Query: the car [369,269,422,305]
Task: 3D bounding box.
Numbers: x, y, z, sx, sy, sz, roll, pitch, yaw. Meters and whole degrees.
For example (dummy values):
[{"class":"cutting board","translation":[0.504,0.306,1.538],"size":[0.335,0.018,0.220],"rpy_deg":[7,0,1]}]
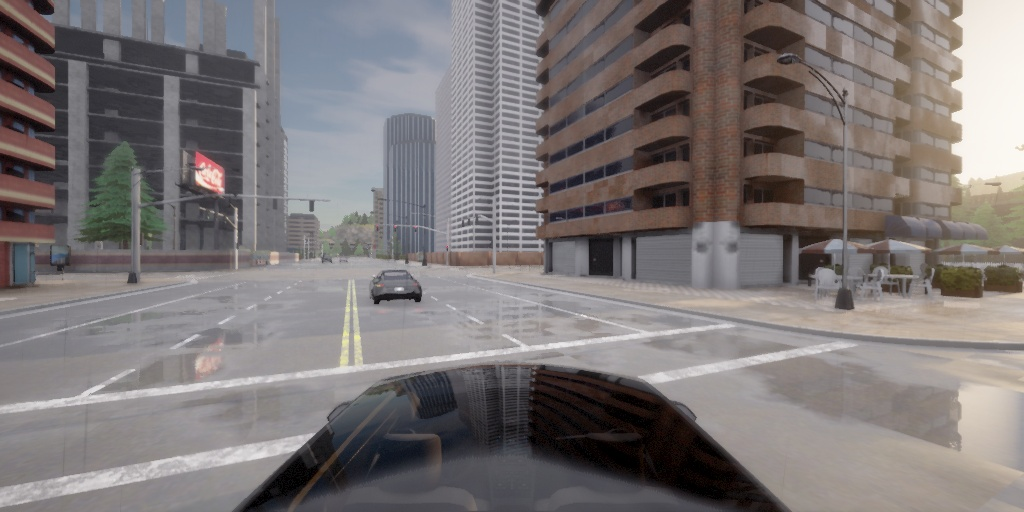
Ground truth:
[{"class":"car","translation":[-5.326,1.290,16.181],"size":[1.994,1.385,4.181],"rpy_deg":[0,0,-24]}]
